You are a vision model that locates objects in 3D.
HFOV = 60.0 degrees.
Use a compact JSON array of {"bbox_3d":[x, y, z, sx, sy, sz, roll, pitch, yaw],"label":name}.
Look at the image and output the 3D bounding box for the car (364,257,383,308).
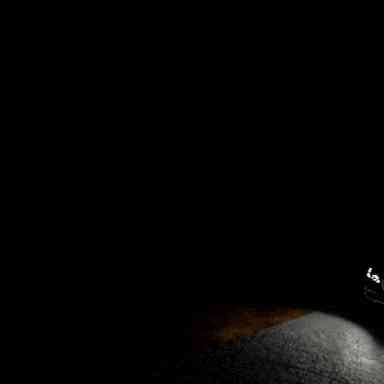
[{"bbox_3d":[5.398,1.428,6.550,4.892,1.490,1.837,-1,1,-32],"label":"car"}]
